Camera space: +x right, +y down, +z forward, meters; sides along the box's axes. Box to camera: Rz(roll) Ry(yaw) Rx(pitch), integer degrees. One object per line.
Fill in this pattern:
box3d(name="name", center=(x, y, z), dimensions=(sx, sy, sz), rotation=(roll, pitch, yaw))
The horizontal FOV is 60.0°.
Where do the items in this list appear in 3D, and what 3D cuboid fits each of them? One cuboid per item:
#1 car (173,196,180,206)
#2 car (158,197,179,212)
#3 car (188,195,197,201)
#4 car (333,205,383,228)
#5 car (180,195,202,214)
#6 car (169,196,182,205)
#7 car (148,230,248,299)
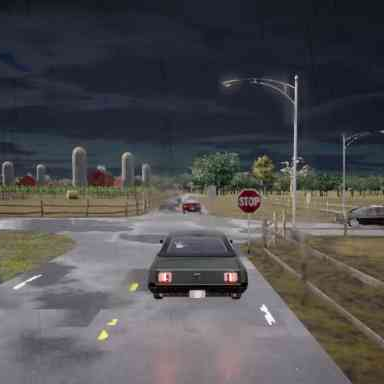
box3d(name="car", center=(-2.817, 1.516, 48.246), dimensions=(1.994, 1.385, 4.181), rotation=(0, 0, 0))
box3d(name="car", center=(-2.784, 1.570, 38.173), dimensions=(1.895, 1.301, 4.718), rotation=(0, 0, -1))
box3d(name="car", center=(0.040, 1.439, 78.602), dimensions=(1.994, 1.385, 4.181), rotation=(0, 0, 0))
box3d(name="car", center=(12.711, 1.745, 23.951), dimensions=(4.892, 1.490, 1.837), rotation=(0, 1, 0))
box3d(name="car", center=(-0.003, 1.450, 35.276), dimensions=(1.882, 1.535, 5.008), rotation=(0, 0, -1))
box3d(name="car", center=(-2.796, 1.479, 58.720), dimensions=(2.033, 1.411, 5.357), rotation=(0, 0, 0))
box3d(name="car", center=(0.107, 1.597, 8.361), dimensions=(1.895, 1.301, 4.718), rotation=(0, 0, 0))
